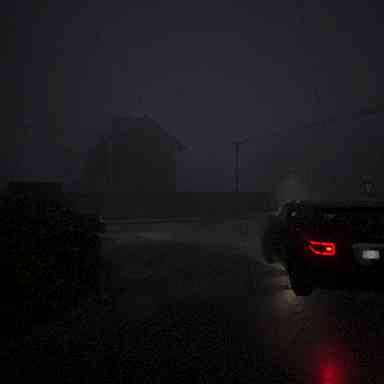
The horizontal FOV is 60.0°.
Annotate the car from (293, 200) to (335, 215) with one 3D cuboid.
[{"bbox_3d":[12.529,1.562,34.475,1.994,1.385,4.181,0,0,-16],"label":"car"}]

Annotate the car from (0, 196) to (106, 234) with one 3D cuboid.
[{"bbox_3d":[-6.729,1.220,14.867,5.566,2.045,2.150,0,0,-25],"label":"car"}]

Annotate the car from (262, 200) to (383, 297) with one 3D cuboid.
[{"bbox_3d":[3.348,1.222,8.706,2.150,2.045,5.566,0,0,2],"label":"car"}]
